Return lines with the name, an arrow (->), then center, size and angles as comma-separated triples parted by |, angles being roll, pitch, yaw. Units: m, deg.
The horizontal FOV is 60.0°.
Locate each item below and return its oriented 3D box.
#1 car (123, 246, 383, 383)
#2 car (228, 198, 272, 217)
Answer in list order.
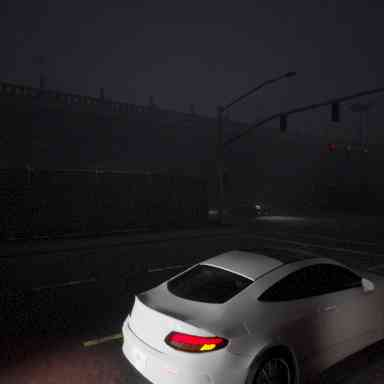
car -> 1.343, 1.526, 4.745 | 4.674, 1.442, 1.812 | 0, 0, -35
car -> 5.602, 1.407, 32.519 | 2.097, 1.767, 4.553 | 0, 0, -36
